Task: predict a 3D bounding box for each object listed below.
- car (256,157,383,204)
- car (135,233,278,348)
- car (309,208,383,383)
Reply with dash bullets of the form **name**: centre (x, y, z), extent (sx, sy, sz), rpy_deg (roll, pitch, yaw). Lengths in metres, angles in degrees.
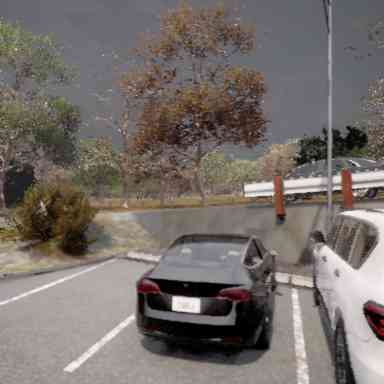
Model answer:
- **car**: centre (4.721, -0.399, 12.195), extent (4.892, 1.490, 1.837), rpy_deg (-5, -3, 36)
- **car**: centre (0.559, 1.516, 6.504), extent (2.163, 1.488, 4.792), rpy_deg (0, -1, 16)
- **car**: centre (3.020, 1.235, 4.748), extent (2.435, 2.045, 5.566), rpy_deg (0, -1, 16)
